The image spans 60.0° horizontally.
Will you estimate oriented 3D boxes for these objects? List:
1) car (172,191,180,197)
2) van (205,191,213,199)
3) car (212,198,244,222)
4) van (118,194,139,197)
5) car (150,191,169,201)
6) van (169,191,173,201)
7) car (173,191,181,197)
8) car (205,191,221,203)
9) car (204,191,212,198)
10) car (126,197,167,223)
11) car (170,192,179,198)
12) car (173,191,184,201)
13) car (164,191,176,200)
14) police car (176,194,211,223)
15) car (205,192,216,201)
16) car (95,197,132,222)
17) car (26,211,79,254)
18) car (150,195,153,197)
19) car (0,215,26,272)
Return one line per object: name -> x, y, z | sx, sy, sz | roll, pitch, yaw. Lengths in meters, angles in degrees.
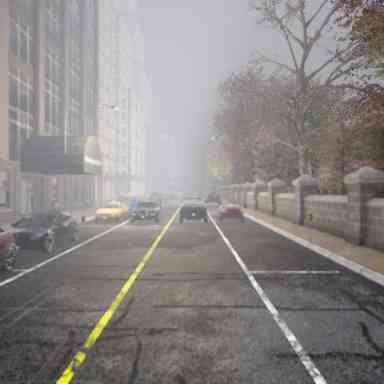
car -> -4.293, 0.594, 89.686 | 1.967, 1.590, 4.097 | 1, 1, 2
van -> 3.653, 0.670, 73.009 | 1.690, 1.788, 3.998 | 1, 1, 2
car -> 2.693, 1.382, 23.946 | 1.802, 1.307, 4.206 | 0, 0, 0
van -> -5.686, 1.091, 29.769 | 1.690, 1.788, 3.998 | 0, 0, 0
car -> -5.299, 0.864, 51.379 | 2.192, 1.841, 5.009 | 1, 1, 2
van -> -5.011, 0.781, 62.324 | 1.690, 1.788, 3.998 | 1, 1, 2
car -> -4.149, 0.533, 95.158 | 1.967, 1.590, 4.097 | 1, 1, 2
car -> 2.933, 0.917, 45.627 | 2.192, 1.841, 5.009 | 1, 1, 2
car -> 3.940, 0.653, 83.963 | 1.967, 1.590, 4.097 | 1, 1, 2
car -> -3.096, 1.310, 23.412 | 1.837, 1.490, 4.892 | 0, 0, 0
car -> -4.438, 0.764, 84.214 | 2.008, 1.369, 4.403 | 1, 1, 2
car -> -2.307, 0.916, 64.224 | 2.128, 1.511, 4.902 | 0, 1, 2
car -> -4.723, 0.644, 73.267 | 2.192, 1.841, 5.009 | 1, 1, 2
police car -> 0.098, 1.224, 24.017 | 1.930, 1.638, 5.238 | 0, 1, 0
car -> 3.364, 0.880, 62.057 | 1.967, 1.590, 4.097 | 1, 1, 2
car -> -5.696, 1.325, 24.041 | 1.752, 1.417, 4.829 | 0, 0, 0
car -> -5.831, 1.459, 13.091 | 1.947, 1.339, 4.313 | 0, 0, 0
car -> -5.658, 1.266, 35.313 | 1.947, 1.339, 4.313 | 1, 1, 1
car -> -5.830, 1.379, 7.530 | 1.967, 1.590, 4.097 | 0, 0, 0
